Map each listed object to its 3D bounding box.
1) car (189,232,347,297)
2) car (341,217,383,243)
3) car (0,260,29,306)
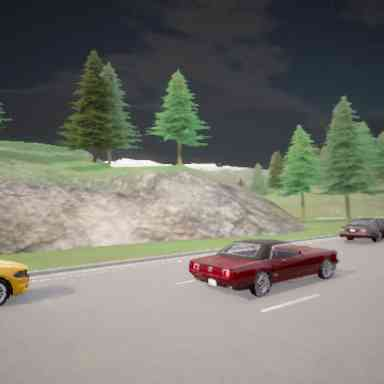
[{"bbox_3d":[2.324,2.042,9.841,4.718,1.301,1.895,1,-3,-36],"label":"car"},{"bbox_3d":[11.289,2.286,20.675,5.357,1.411,2.033,1,-3,-36],"label":"car"},{"bbox_3d":[-6.550,2.047,7.717,5.008,1.535,1.882,1,-3,-36],"label":"car"}]
